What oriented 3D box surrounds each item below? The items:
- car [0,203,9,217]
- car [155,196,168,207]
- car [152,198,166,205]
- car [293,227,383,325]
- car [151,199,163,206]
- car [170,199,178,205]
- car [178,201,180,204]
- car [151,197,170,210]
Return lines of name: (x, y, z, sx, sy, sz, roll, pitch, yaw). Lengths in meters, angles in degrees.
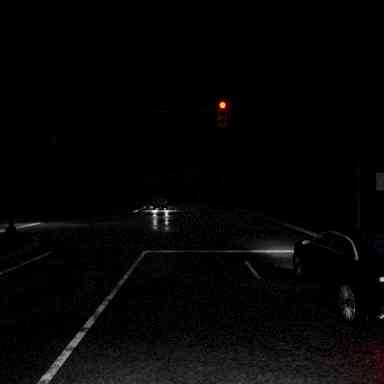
car: (-18.656, 1.629, 29.947, 4.674, 1.442, 1.812, -1, 0, -2)
car: (-5.199, 1.620, 55.886, 2.097, 1.767, 4.553, 0, -1, -6)
car: (-8.317, 2.345, 83.152, 1.882, 1.535, 5.008, 0, -1, -25)
car: (3.586, 1.492, 7.072, 2.128, 1.511, 4.902, 0, 0, 1)
car: (-7.307, 2.157, 68.676, 1.895, 1.301, 4.718, 0, -1, -13)
car: (-5.145, 2.214, 74.202, 1.994, 1.385, 4.181, 0, -1, -19)
car: (-4.690, 2.441, 83.542, 1.895, 1.301, 4.718, 0, -1, -22)
car: (-4.102, 1.603, 43.555, 1.812, 1.442, 4.674, 0, -1, -3)
